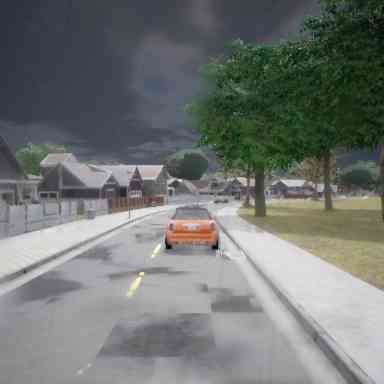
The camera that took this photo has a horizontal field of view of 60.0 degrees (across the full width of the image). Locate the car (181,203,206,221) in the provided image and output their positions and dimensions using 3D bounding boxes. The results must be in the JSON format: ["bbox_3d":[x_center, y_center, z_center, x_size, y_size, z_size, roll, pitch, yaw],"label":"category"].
[{"bbox_3d":[0.223,1.723,29.619,1.895,1.301,4.718,0,0,3],"label":"car"}]

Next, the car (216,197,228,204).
[{"bbox_3d":[6.147,1.818,69.185,2.033,1.411,5.357,1,0,21],"label":"car"}]

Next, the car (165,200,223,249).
[{"bbox_3d":[0.000,1.388,14.632,2.097,1.767,4.553,0,0,0],"label":"car"}]
